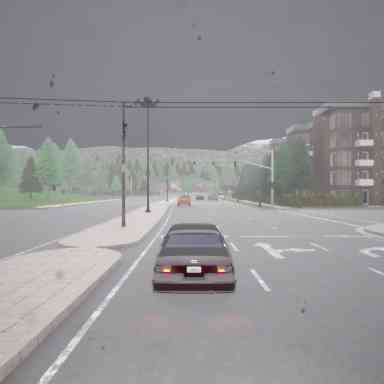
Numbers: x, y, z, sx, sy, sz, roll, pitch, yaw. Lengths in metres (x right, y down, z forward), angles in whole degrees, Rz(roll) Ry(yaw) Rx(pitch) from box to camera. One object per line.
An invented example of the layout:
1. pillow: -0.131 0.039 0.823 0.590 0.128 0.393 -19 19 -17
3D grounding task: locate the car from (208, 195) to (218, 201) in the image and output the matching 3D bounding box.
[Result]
1. car: 5.555 1.539 85.562 2.033 1.411 5.357 0 0 0

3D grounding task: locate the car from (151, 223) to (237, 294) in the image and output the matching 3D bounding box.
1. car: 0.050 1.547 8.951 2.033 1.411 5.357 0 0 0

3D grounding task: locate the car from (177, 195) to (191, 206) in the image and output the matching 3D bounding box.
1. car: -1.309 1.352 54.697 2.097 1.767 4.553 0 0 -1

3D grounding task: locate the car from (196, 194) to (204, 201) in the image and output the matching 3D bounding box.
1. car: 2.055 1.477 85.558 1.882 1.535 5.008 0 0 0

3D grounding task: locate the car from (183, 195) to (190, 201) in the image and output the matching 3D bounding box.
1. car: -1.445 1.523 85.522 1.812 1.442 4.674 0 0 0
